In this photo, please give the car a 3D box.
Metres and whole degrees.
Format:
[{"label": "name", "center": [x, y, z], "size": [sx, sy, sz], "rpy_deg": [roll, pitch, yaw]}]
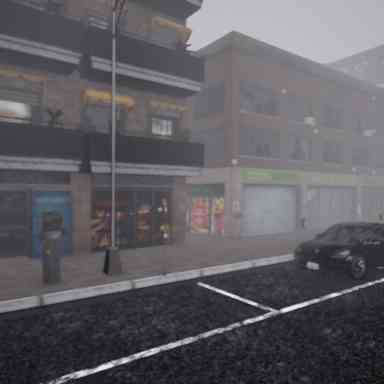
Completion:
[{"label": "car", "center": [4.998, 1.605, 10.134], "size": [4.313, 1.339, 1.947], "rpy_deg": [0, 0, -36]}]
